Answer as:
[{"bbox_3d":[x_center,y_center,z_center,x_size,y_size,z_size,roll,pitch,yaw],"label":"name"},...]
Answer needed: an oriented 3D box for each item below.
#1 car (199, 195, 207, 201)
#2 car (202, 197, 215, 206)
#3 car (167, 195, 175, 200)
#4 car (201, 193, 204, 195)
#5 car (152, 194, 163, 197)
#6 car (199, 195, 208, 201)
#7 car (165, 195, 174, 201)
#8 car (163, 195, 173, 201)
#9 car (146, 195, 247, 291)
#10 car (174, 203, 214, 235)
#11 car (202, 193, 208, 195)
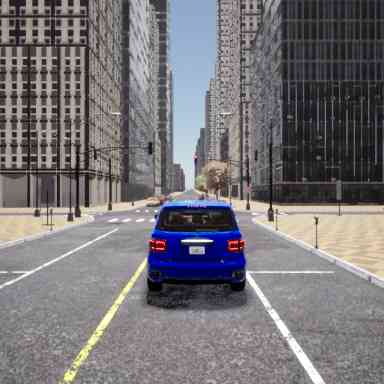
[{"bbox_3d":[2.690,1.422,84.333,1.887,1.381,4.507,0,0,0],"label":"car"},{"bbox_3d":[2.790,1.500,55.961,2.008,1.369,4.403,0,0,0],"label":"car"},{"bbox_3d":[-5.691,1.411,90.014,2.008,1.369,4.403,0,0,0],"label":"car"},{"bbox_3d":[2.691,1.224,72.984,2.192,1.841,5.009,0,0,0],"label":"car"},{"bbox_3d":[-5.819,1.485,50.113,1.752,1.417,4.829,0,0,0],"label":"car"},{"bbox_3d":[2.690,1.419,78.829,1.752,1.417,4.829,0,0,0],"label":"car"},{"bbox_3d":[-5.691,1.428,84.339,2.008,1.369,4.403,0,0,0],"label":"car"},{"bbox_3d":[-5.691,1.438,78.663,1.887,1.381,4.507,0,0,0],"label":"car"},{"bbox_3d":[0.098,1.221,9.112,2.150,2.045,5.566,0,0,0],"label":"car"},{"bbox_3d":[0.095,1.486,19.842,2.128,1.511,4.902,0,0,0],"label":"car"},{"bbox_3d":[2.821,1.400,50.283,1.967,1.590,4.097,0,0,0],"label":"car"}]
